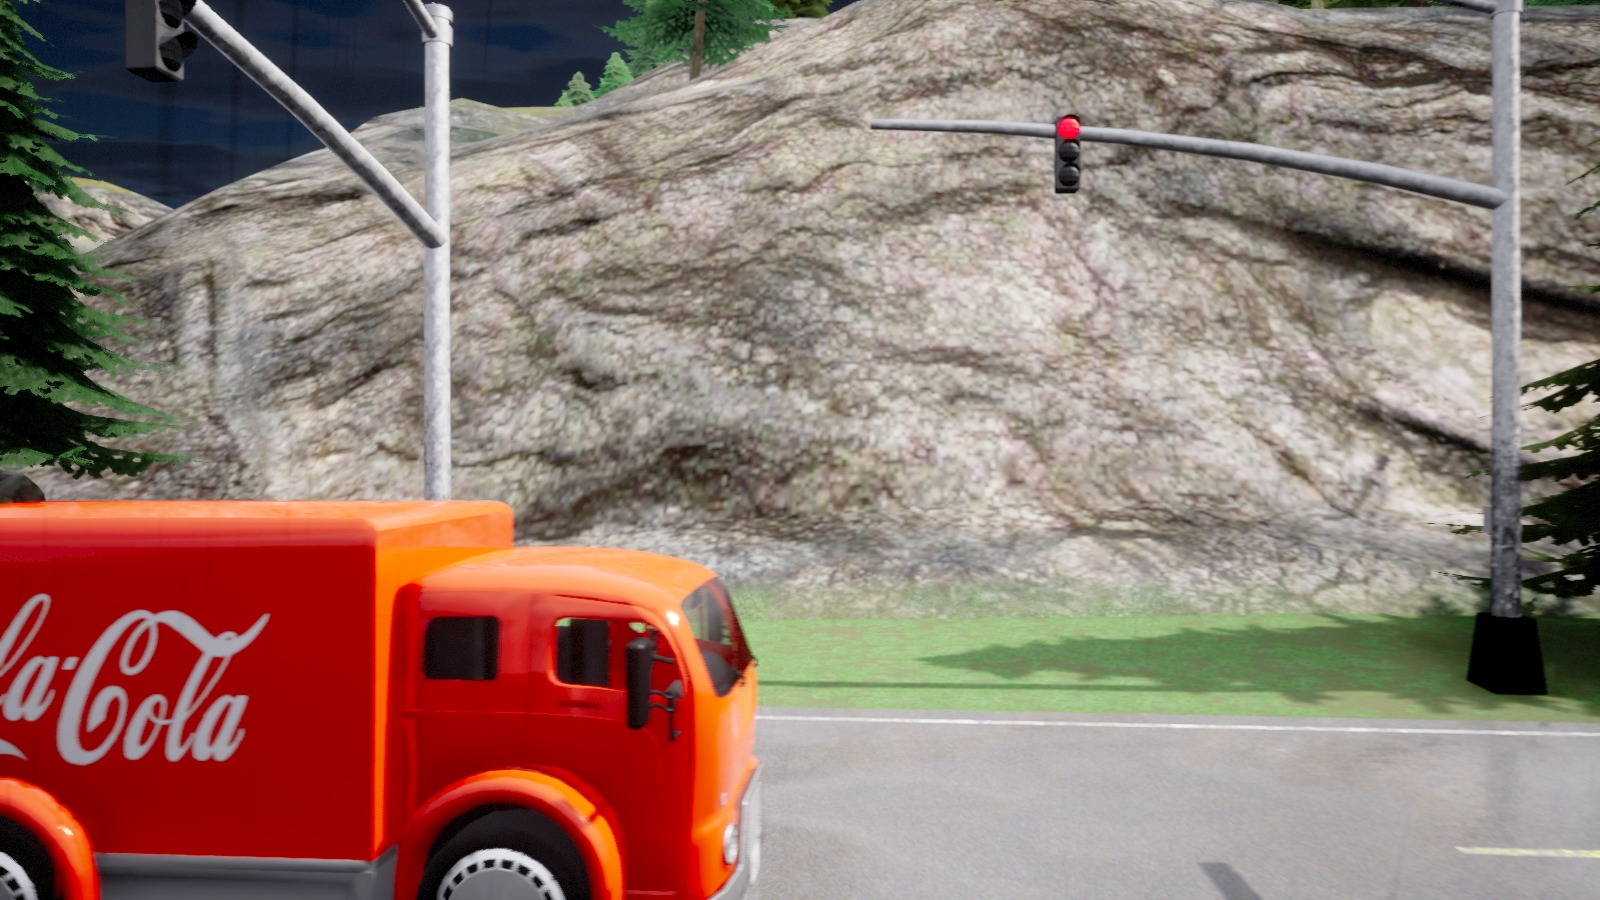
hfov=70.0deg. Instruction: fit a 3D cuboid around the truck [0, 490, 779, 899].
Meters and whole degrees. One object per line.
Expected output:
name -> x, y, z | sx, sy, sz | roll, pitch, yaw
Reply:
truck -> -2.857, 1.540, 6.874 | 5.204, 2.467, 2.627 | 0, 0, 5
